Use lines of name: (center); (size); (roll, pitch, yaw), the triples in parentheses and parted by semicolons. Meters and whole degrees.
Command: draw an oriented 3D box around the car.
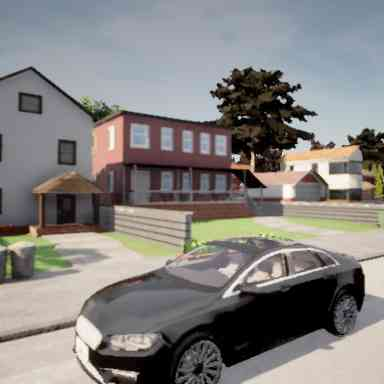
car: (0.765, 1.508, 5.152); (4.902, 1.511, 2.128); (0, 0, -35)
